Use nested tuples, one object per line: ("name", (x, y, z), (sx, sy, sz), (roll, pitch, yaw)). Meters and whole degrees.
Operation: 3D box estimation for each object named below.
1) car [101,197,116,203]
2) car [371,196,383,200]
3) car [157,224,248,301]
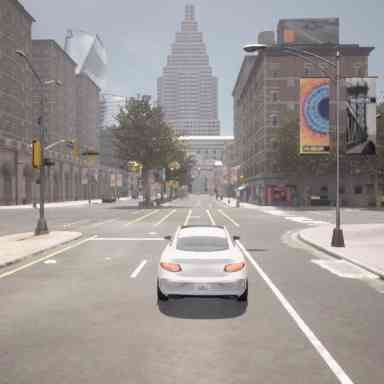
("car", (-16.829, 1.595, 67.246), (1.895, 1.301, 4.718), (0, 0, 1))
("car", (35.883, 1.481, 67.520), (2.231, 1.521, 4.892), (0, 0, 1))
("car", (0.249, 1.526, 8.203), (1.812, 1.442, 4.674), (0, 0, 2))
